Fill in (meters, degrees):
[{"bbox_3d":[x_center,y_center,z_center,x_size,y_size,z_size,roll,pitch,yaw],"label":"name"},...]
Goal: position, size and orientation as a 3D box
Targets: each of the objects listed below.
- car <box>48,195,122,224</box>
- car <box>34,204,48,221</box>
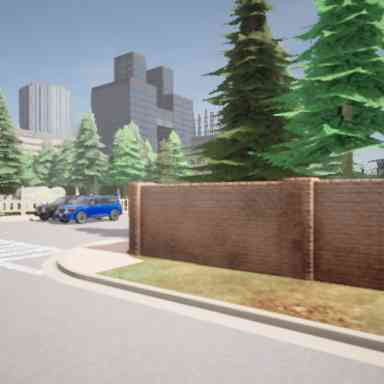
[{"bbox_3d":[-7.928,1.313,26.068,2.150,2.045,5.566,0,0,32],"label":"car"},{"bbox_3d":[-10.480,1.328,28.434,2.150,2.045,5.566,0,0,35],"label":"car"}]
